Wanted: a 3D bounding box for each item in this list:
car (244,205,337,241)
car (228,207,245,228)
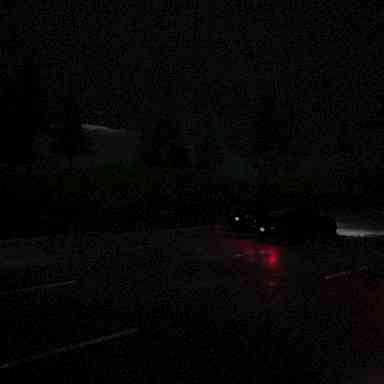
[{"bbox_3d":[4.940,1.407,15.853,4.674,1.442,1.812,-1,0,-35],"label":"car"},{"bbox_3d":[4.127,1.431,19.569,4.181,1.385,1.994,-1,0,-35],"label":"car"}]
